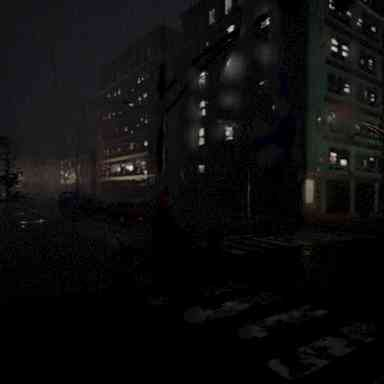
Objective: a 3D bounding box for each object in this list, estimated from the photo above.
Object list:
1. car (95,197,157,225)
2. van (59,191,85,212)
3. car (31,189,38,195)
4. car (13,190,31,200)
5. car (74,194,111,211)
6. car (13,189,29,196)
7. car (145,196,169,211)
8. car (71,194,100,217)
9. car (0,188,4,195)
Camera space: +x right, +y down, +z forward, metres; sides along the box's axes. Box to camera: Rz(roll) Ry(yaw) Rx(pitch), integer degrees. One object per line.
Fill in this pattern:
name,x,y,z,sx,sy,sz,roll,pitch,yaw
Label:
car,-4.257,1.258,21.103,1.887,1.381,4.507,3,-1,-36
van,-10.878,0.838,30.339,1.690,1.788,3.998,3,-1,-36
car,-41.070,-0.007,86.015,1.752,1.417,4.829,3,0,-36
car,-27.624,0.536,53.317,1.802,1.307,4.206,3,-1,-36
car,-10.246,0.999,34.002,2.128,1.511,4.902,1,0,-36
car,-34.969,0.055,67.956,2.033,1.411,5.357,1,0,-36
car,-4.148,1.101,35.322,1.967,1.590,4.097,3,0,-36
car,-7.540,1.150,25.740,1.887,1.381,4.507,3,-1,-36
car,-44.354,-0.146,76.297,1.967,1.590,4.097,3,-1,-36
